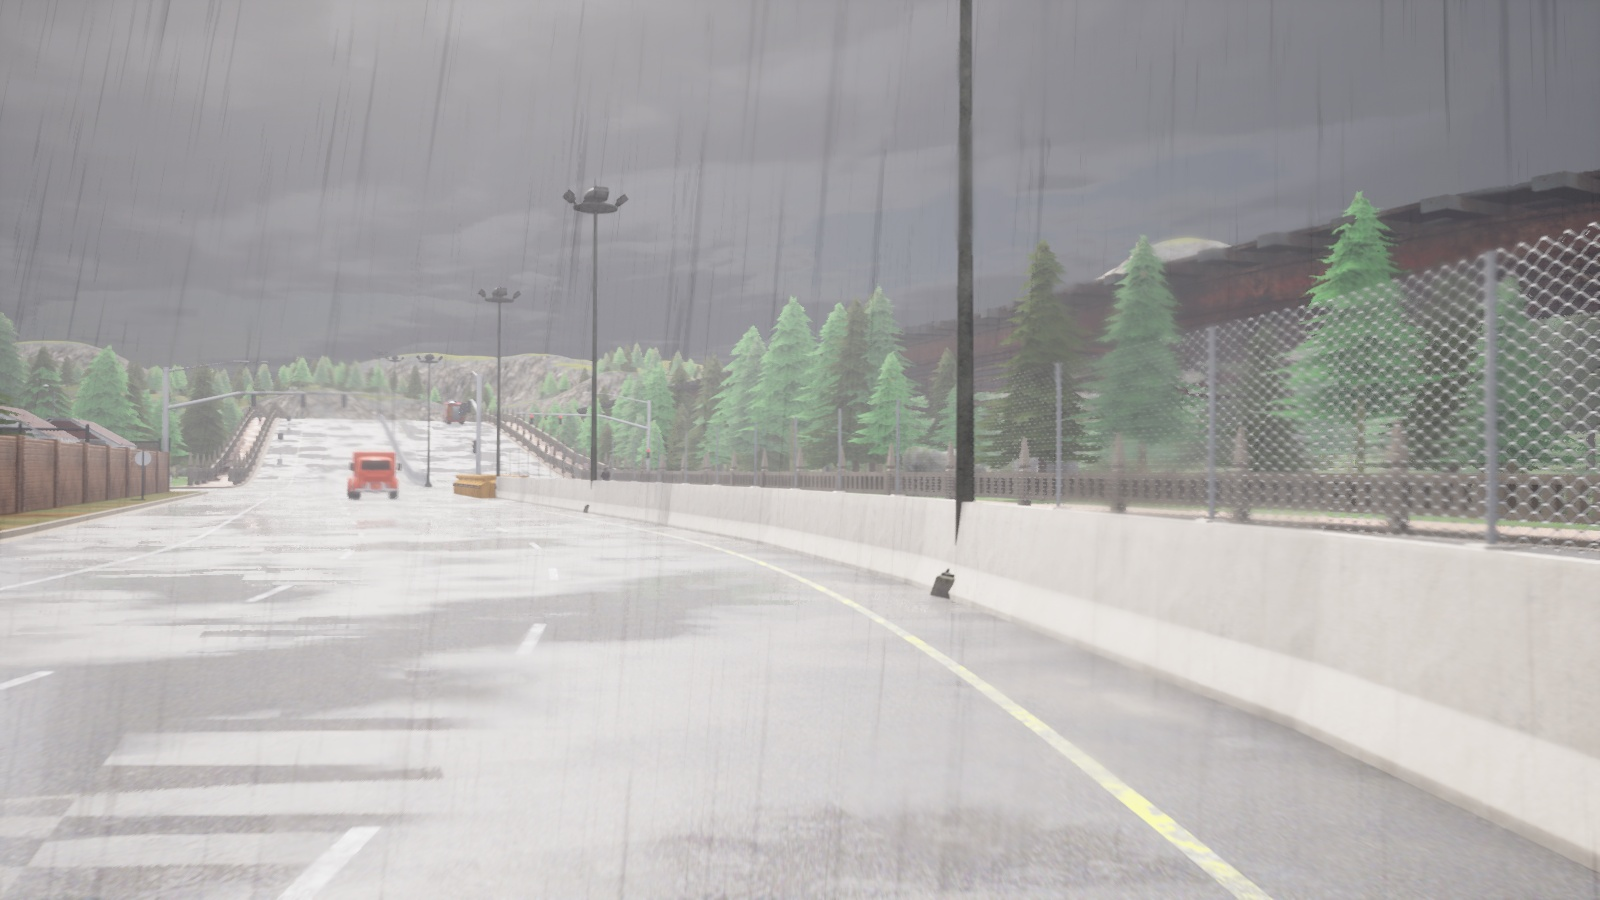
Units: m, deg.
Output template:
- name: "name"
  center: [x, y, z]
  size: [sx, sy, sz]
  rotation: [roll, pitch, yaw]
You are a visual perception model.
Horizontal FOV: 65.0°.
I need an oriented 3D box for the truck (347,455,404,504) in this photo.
- name: "truck"
  center: [-22.154, 1.519, 65.416]
  size: [2.627, 2.467, 5.204]
  rotation: [0, -1, -21]
